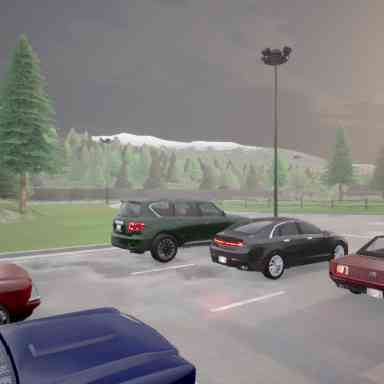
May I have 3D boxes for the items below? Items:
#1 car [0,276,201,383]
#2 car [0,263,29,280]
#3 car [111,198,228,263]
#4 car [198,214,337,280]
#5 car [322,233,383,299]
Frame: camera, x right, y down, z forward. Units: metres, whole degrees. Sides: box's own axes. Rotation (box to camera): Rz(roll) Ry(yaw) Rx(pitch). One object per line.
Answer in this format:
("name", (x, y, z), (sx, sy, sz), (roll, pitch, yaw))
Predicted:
("car", (-2.217, 1.601, 2.166), (4.718, 1.301, 1.895), (0, 0, -35))
("car", (-4.761, 1.601, 4.652), (4.718, 1.301, 1.895), (0, 0, -35))
("car", (-0.162, 1.221, 12.250), (5.566, 2.045, 2.150), (0, 0, -35))
("car", (2.774, 1.505, 10.036), (4.892, 1.490, 1.837), (0, 0, -35))
("car", (5.236, 1.601, 7.487), (4.718, 1.301, 1.895), (0, 0, -35))
